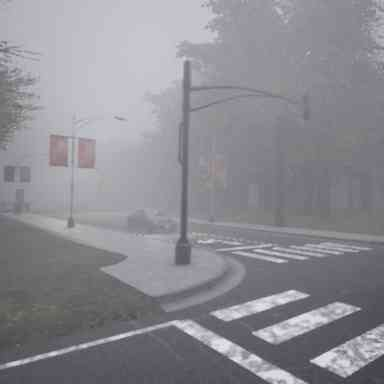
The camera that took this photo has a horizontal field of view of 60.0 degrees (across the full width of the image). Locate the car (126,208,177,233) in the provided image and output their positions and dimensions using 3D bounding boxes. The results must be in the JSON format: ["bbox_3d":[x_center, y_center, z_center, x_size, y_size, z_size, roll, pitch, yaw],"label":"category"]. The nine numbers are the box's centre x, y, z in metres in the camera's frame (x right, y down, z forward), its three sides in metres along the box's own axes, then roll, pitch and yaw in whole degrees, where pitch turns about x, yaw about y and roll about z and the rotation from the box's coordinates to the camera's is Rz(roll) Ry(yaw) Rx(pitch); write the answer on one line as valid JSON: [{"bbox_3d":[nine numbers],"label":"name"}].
[{"bbox_3d":[-2.778,1.825,21.876,1.812,1.442,4.674,2,-2,-35],"label":"car"}]
